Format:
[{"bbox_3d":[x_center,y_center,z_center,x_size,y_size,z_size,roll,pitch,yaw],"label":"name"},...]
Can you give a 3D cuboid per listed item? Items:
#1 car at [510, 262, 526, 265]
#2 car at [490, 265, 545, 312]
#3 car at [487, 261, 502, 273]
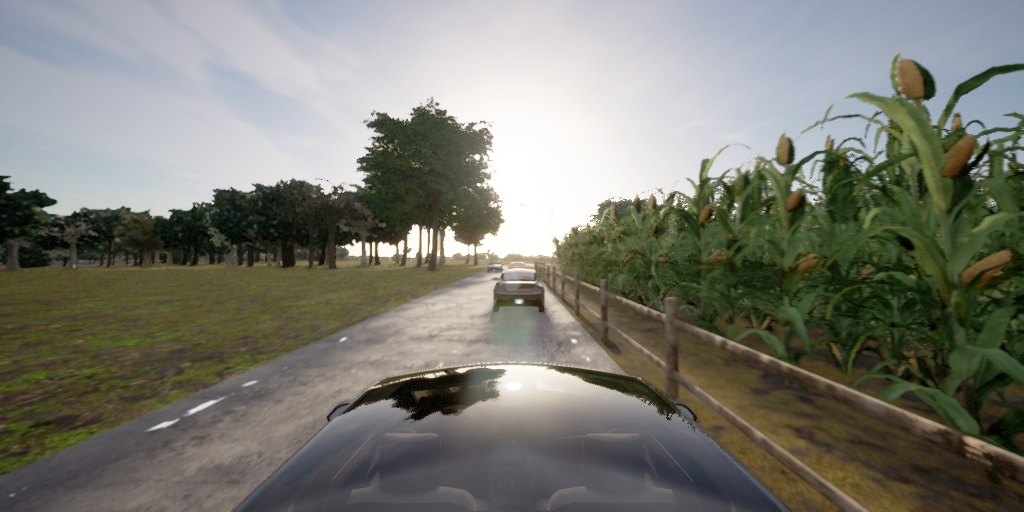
[{"bbox_3d":[0.538,1.267,32.631,1.882,1.535,5.008,0,0,1],"label":"car"},{"bbox_3d":[0.273,1.263,14.343,1.837,1.490,4.892,0,0,1],"label":"car"},{"bbox_3d":[-2.142,1.356,46.134,2.033,1.411,5.357,0,0,1],"label":"car"}]
